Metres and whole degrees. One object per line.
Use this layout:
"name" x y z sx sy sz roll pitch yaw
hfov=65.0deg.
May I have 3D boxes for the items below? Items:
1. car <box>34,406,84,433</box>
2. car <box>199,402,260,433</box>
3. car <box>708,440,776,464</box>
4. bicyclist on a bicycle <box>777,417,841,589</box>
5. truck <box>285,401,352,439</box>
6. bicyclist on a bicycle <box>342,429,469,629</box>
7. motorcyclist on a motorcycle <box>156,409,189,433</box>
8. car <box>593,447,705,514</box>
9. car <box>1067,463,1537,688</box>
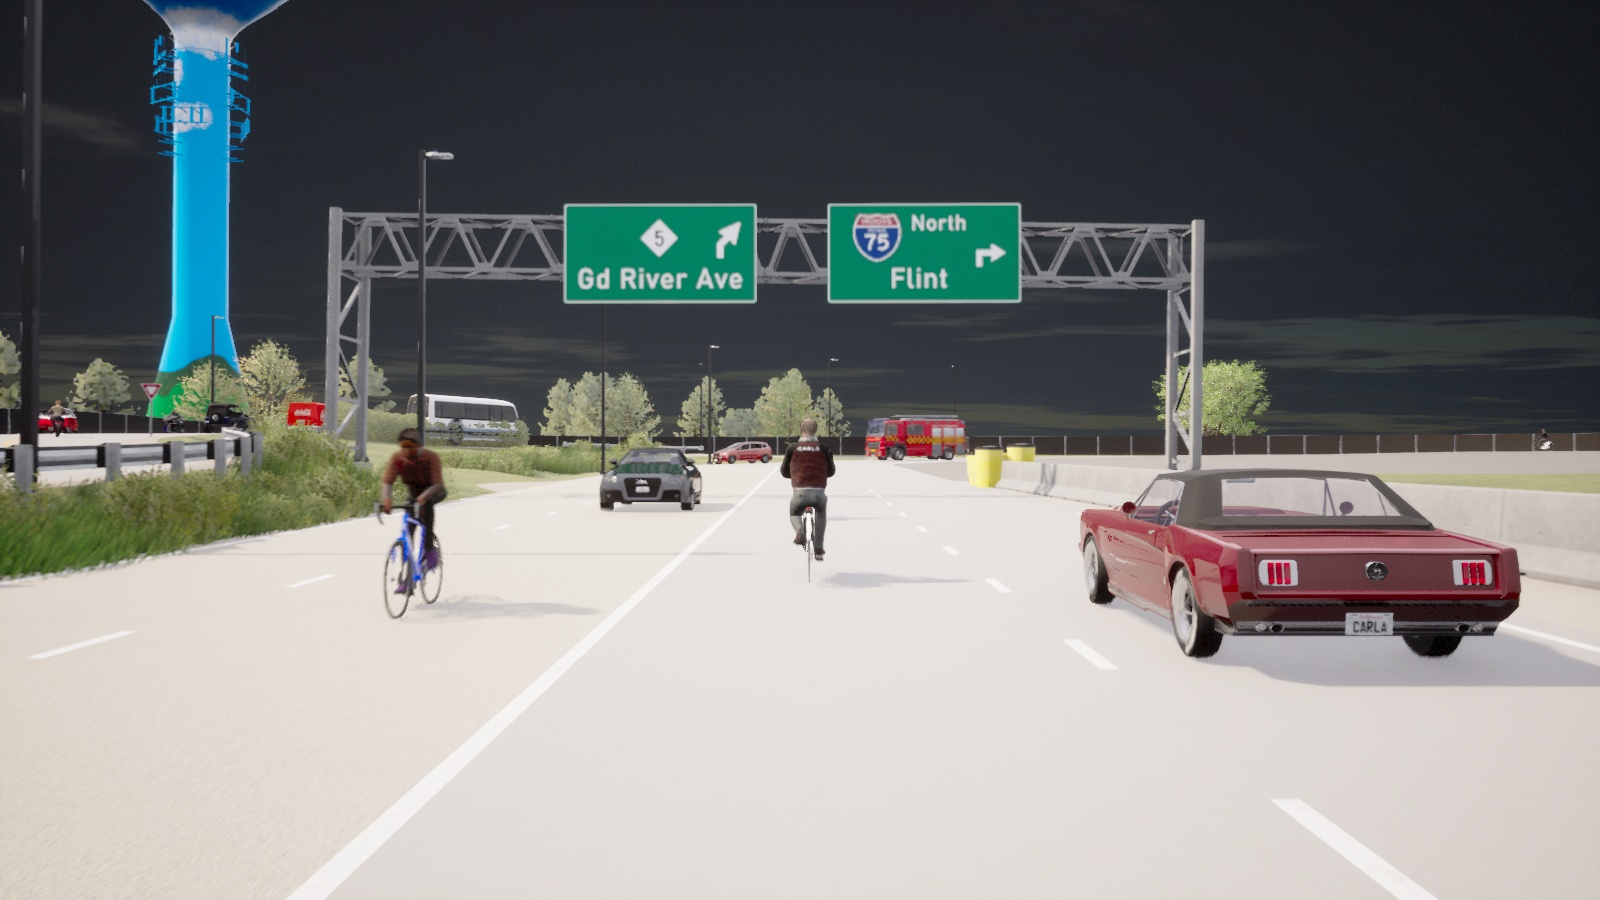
"car" -39.178 -1.606 66.432 1.481 1.376 2.207 -1 0 -7
"car" -36.035 -2.050 79.397 1.905 1.878 3.866 0 1 3
"car" -4.361 0.143 94.647 4.611 1.667 2.242 -1 0 -34
"bicyclist on a bicycle" 0.096 0.539 13.927 0.659 1.776 1.843 0 1 0
"truck" -35.384 -2.151 92.445 2.627 2.467 5.204 0 -2 4
"bicyclist on a bicycle" -3.421 0.631 11.017 0.582 1.620 1.656 0 1 0
"motorcyclist on a motorcycle" -39.570 -1.812 79.258 0.866 1.530 2.191 0 1 4
"car" -3.320 0.635 28.408 1.994 1.385 4.181 0 0 0
"car" 3.573 0.794 10.052 1.895 1.301 4.718 0 0 0
